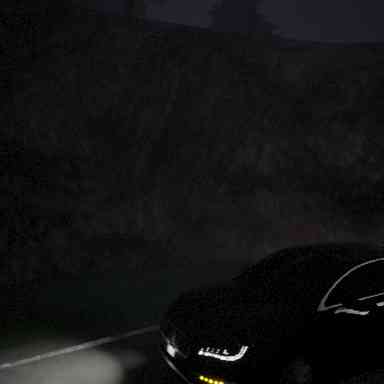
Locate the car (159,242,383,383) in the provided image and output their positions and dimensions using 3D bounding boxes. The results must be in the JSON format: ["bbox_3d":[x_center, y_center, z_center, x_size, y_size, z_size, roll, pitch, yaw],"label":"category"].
[{"bbox_3d":[1.941,1.551,4.781,4.892,1.490,1.837,1,-1,-27],"label":"car"}]
